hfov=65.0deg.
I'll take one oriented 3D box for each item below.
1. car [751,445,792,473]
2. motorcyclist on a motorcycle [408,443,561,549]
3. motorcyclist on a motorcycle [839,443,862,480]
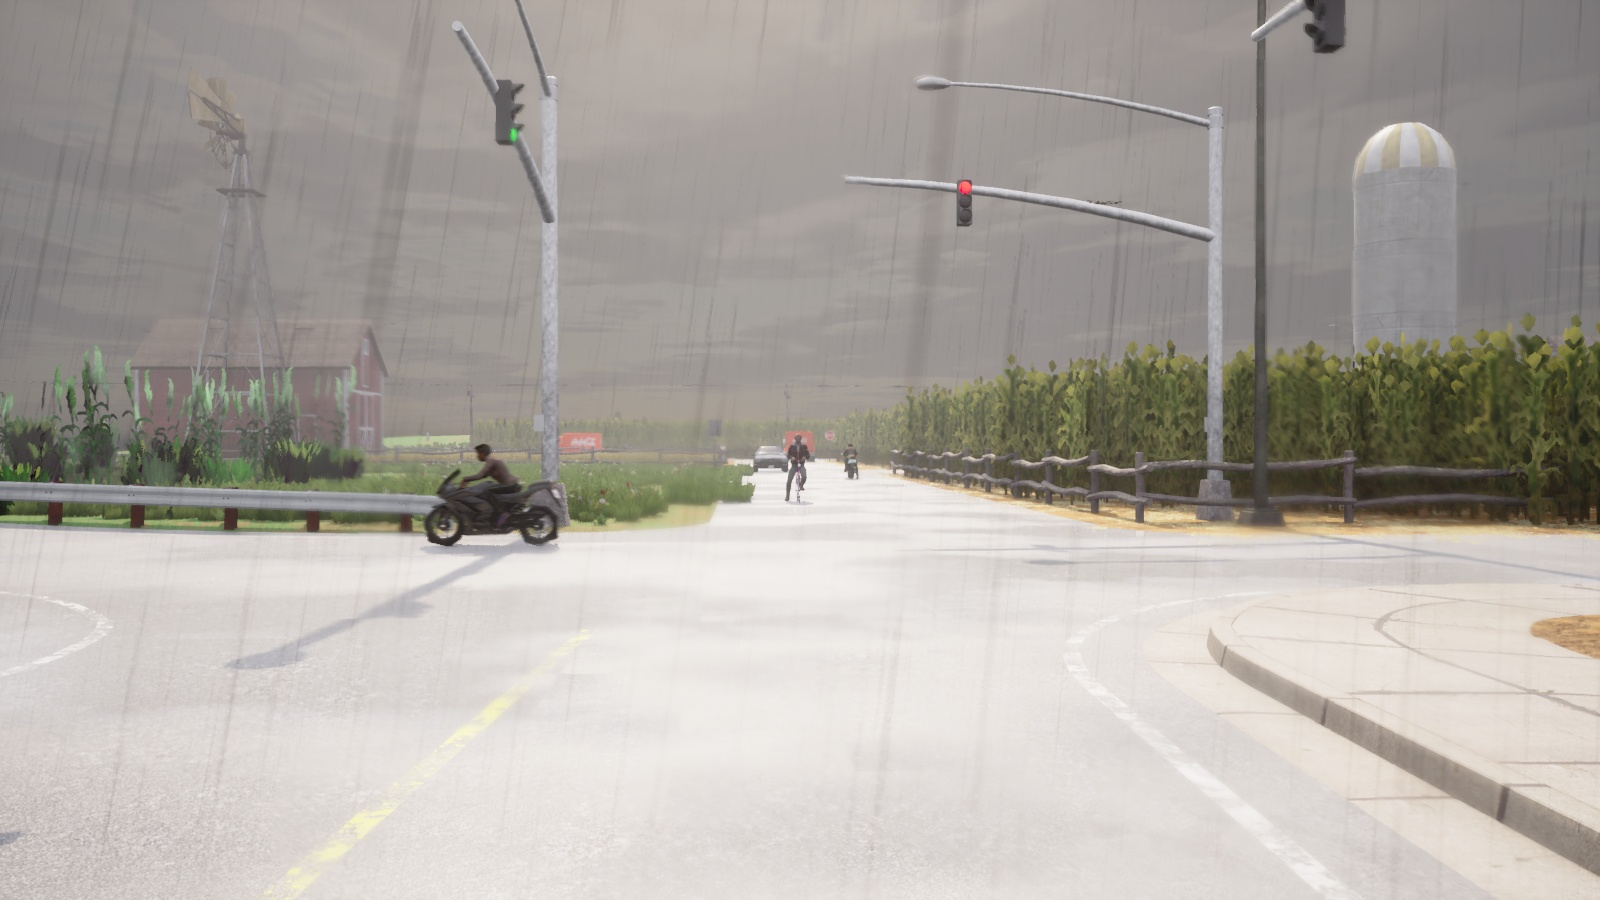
[{"bbox_3d":[-1.566,0.453,66.316,2.033,1.411,5.357,0,0,-3],"label":"car"},{"bbox_3d":[-4.603,0.656,18.409,2.044,1.523,0.797,0,0,1],"label":"motorcyclist on a motorcycle"},{"bbox_3d":[2.136,0.466,52.930,0.797,1.523,2.044,0,0,-3],"label":"motorcyclist on a motorcycle"}]
